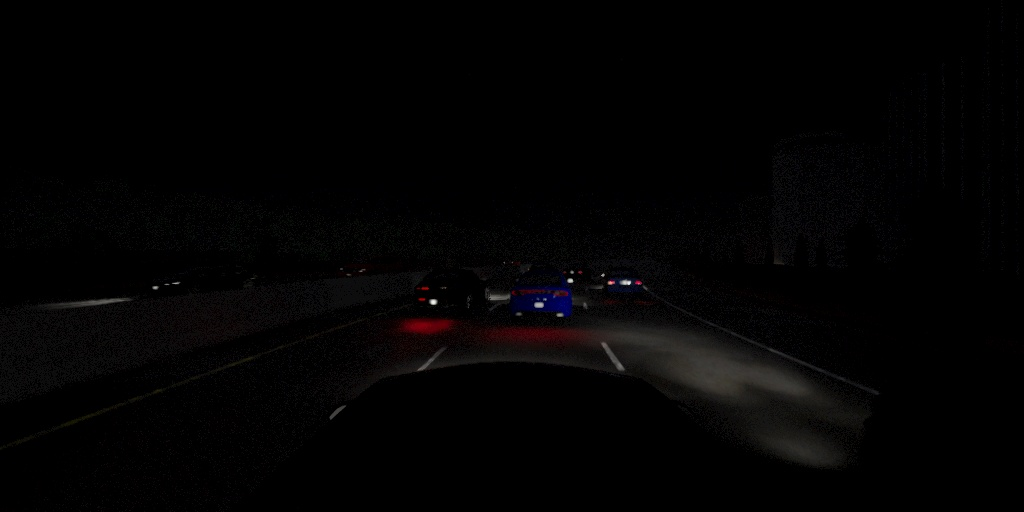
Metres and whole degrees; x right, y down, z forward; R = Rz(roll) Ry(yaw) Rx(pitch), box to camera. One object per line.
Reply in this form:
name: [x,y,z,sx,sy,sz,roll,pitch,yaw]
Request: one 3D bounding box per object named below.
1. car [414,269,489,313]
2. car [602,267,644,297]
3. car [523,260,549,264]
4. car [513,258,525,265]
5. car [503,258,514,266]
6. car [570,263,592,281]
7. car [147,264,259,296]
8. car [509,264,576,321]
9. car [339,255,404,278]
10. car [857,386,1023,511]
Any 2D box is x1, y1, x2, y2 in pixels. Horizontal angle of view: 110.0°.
car: [-2.196,1.240,14.035,1.837,1.490,4.892,0,0,8]
car: [5.889,1.311,19.291,2.033,1.411,5.357,0,0,13]
car: [2.766,1.297,32.685,1.812,1.442,4.674,0,0,20]
car: [2.310,1.303,51.114,1.882,1.535,5.008,0,0,22]
car: [0.064,1.220,64.251,2.097,1.767,4.553,0,0,22]
car: [5.537,1.322,30.227,2.033,1.411,5.357,0,0,20]
car: [-15.766,1.196,18.672,1.837,1.490,4.892,0,0,10]
car: [1.100,1.224,12.508,1.882,1.535,5.008,0,0,8]
car: [-10.349,0.943,26.935,2.150,2.045,5.566,0,0,16]
car: [3.659,1.258,0.807,2.128,1.511,4.902,0,0,0]
